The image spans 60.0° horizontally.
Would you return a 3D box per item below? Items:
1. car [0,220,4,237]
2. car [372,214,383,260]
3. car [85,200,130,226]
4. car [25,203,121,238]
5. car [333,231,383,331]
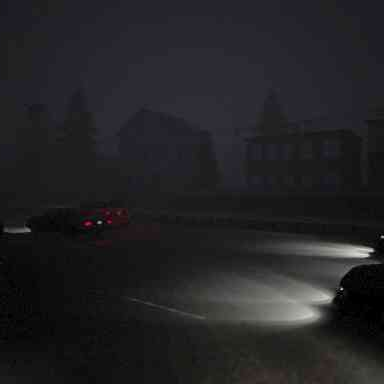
[{"bbox_3d":[-10.944,1.489,16.099,4.181,1.385,1.994,0,0,36],"label":"car"},{"bbox_3d":[8.399,1.567,10.899,4.181,1.385,1.994,0,0,36],"label":"car"},{"bbox_3d":[-6.118,1.281,21.255,4.553,1.767,2.097,0,0,36],"label":"car"},{"bbox_3d":[-6.397,1.486,17.154,5.357,1.411,2.033,0,0,36],"label":"car"},{"bbox_3d":[5.001,1.553,4.724,5.357,1.411,2.033,0,0,36],"label":"car"}]
